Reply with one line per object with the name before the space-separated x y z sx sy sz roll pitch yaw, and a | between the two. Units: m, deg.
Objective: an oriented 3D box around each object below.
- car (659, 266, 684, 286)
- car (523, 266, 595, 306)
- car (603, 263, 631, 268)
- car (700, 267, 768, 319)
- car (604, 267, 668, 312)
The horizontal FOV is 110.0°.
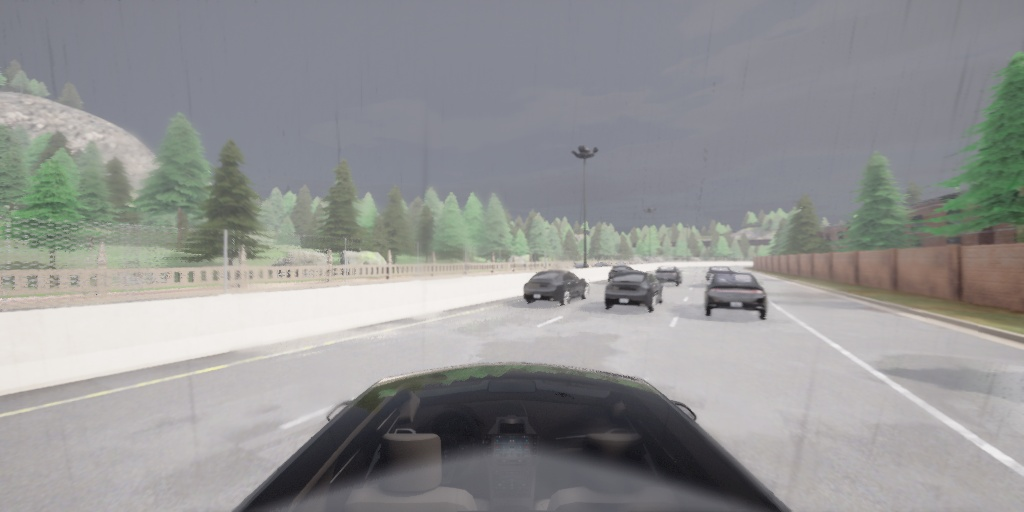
car | 12.419 1.516 28.486 2.128 1.511 4.902 0 -1 29
car | 2.199 1.419 16.961 1.837 1.490 4.892 0 0 29
car | 9.342 1.553 30.155 1.837 1.490 4.892 0 0 29
car | 8.353 1.361 13.627 2.128 1.511 4.902 0 -1 29
car | 5.278 1.397 15.297 1.837 1.490 4.892 0 0 29
